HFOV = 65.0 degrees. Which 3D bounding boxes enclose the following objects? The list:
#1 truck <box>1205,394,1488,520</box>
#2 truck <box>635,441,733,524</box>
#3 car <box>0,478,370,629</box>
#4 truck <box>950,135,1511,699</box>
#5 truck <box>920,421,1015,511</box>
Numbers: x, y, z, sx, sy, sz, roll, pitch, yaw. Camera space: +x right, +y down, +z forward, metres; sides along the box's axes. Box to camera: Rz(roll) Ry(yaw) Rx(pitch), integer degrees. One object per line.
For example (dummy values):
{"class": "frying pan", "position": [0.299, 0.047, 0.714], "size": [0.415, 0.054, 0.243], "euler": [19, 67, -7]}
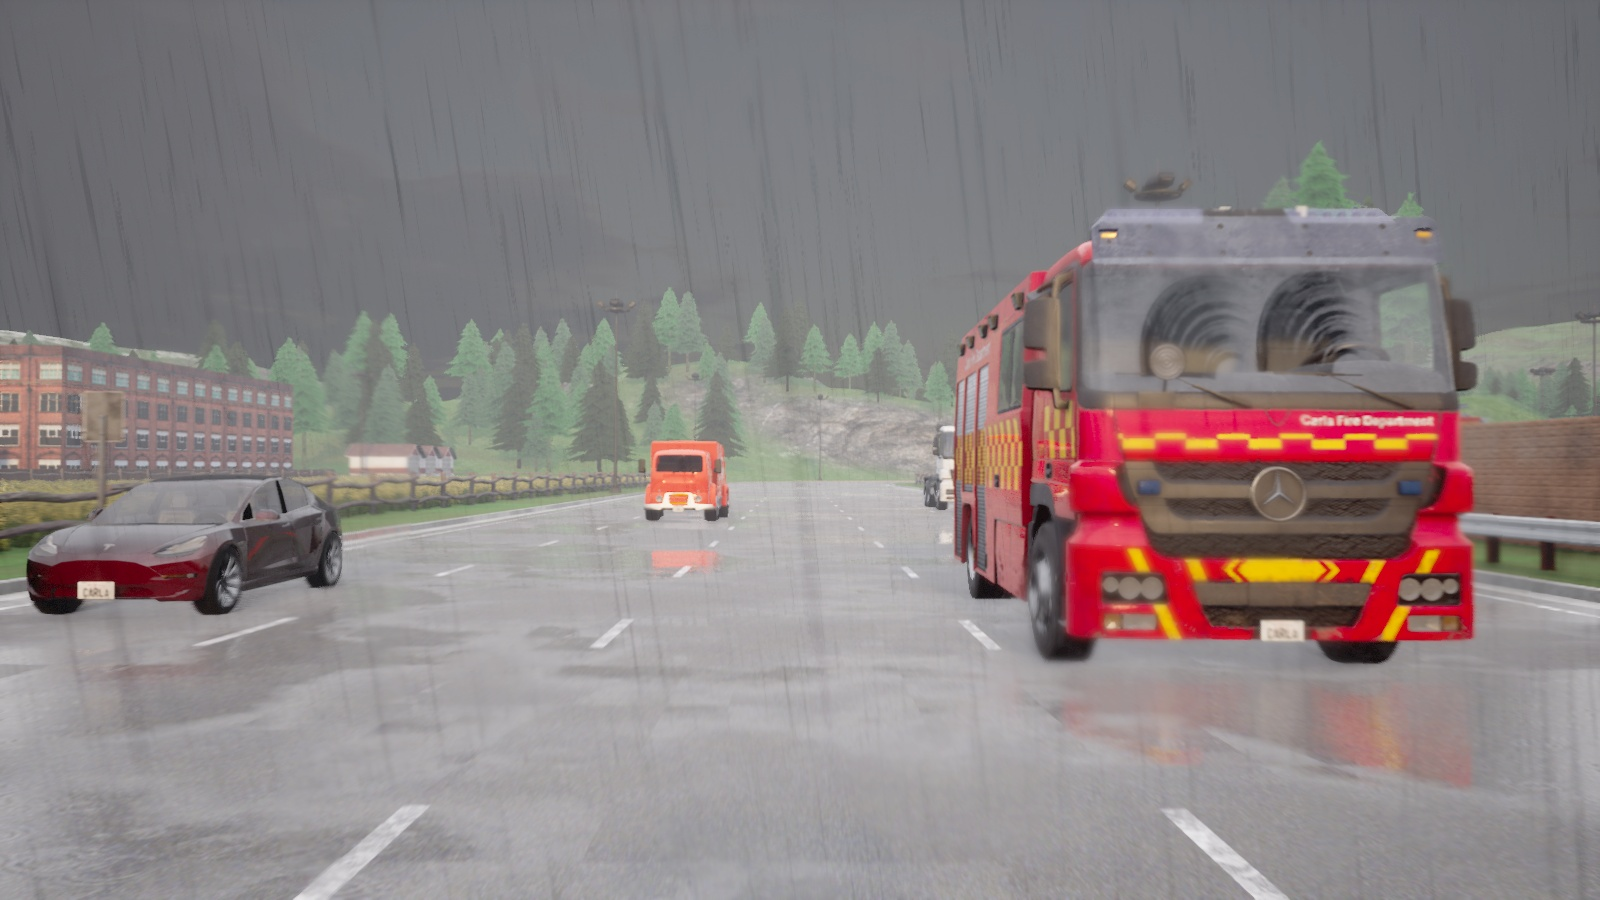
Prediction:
{"class": "truck", "position": [17.670, 0.252, 40.683], "size": [8.468, 3.827, 2.891], "euler": [0, -1, -16]}
{"class": "truck", "position": [-3.599, 1.004, 40.016], "size": [2.627, 2.467, 5.204], "euler": [0, -1, 0]}
{"class": "car", "position": [-7.037, 1.091, 14.996], "size": [2.163, 1.488, 4.792], "euler": [0, -1, 0]}
{"class": "truck", "position": [3.426, -0.152, 12.783], "size": [2.891, 3.827, 8.468], "euler": [0, -1, 1]}
{"class": "truck", "position": [6.868, 0.675, 52.577], "size": [2.891, 3.462, 7.936], "euler": [0, -1, 0]}
